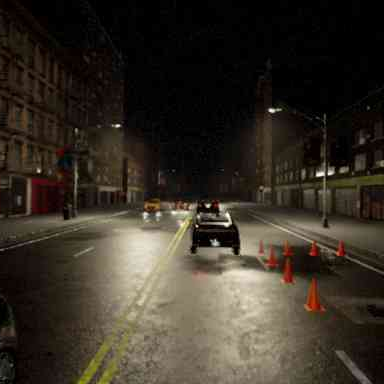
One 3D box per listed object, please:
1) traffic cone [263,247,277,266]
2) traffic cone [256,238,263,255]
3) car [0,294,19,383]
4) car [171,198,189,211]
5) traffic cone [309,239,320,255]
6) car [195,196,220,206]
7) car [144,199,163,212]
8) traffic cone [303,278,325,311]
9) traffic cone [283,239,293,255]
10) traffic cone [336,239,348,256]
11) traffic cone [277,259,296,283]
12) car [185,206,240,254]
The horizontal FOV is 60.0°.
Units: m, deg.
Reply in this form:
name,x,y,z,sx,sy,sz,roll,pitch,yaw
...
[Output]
name,x,y,z,sx,sy,sz,roll,pitch,yaw
traffic cone,2.555,2.037,10.609,0.340,0.580,0.340,1,0,2
traffic cone,2.623,2.048,12.608,0.340,0.580,0.340,1,0,2
car,-2.962,1.335,1.682,2.097,1.767,4.553,1,0,2
car,-1.537,1.580,43.671,2.097,1.767,4.553,1,0,2
traffic cone,4.621,2.066,12.541,0.340,0.580,0.340,1,0,2
car,1.533,1.416,32.661,2.150,2.045,5.566,1,0,2
car,-4.834,1.671,42.493,1.882,1.535,5.008,1,0,2
traffic cone,2.421,2.014,6.611,0.340,0.580,0.340,1,0,2
traffic cone,3.622,2.057,12.574,0.340,0.580,0.340,1,0,2
traffic cone,5.621,2.075,12.507,0.340,0.580,0.340,1,0,2
traffic cone,2.488,2.025,8.610,0.340,0.580,0.340,1,0,2
car,0.900,1.576,13.871,2.128,1.511,4.902,1,0,2
